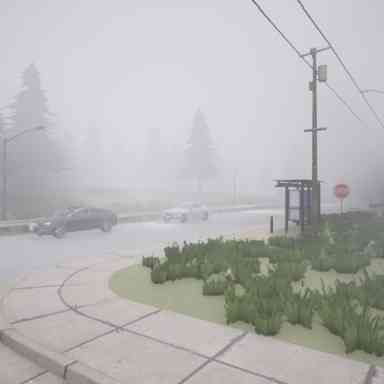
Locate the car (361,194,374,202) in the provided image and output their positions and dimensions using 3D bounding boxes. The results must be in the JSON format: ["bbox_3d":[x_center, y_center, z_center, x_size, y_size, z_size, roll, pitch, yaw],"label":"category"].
[{"bbox_3d":[40.375,1.355,76.498,2.097,1.767,4.553,0,0,36],"label":"car"}]

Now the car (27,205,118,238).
[{"bbox_3d":[-6.206,1.491,17.800,2.128,1.511,4.902,0,0,36],"label":"car"}]

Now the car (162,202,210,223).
[{"bbox_3d":[-0.361,1.526,25.873,1.812,1.442,4.674,0,0,36],"label":"car"}]
